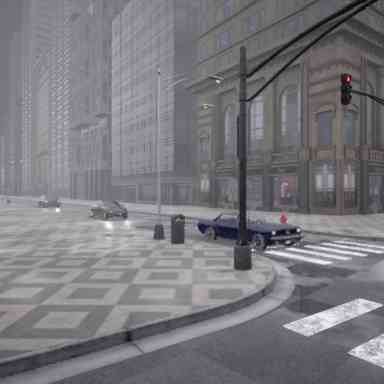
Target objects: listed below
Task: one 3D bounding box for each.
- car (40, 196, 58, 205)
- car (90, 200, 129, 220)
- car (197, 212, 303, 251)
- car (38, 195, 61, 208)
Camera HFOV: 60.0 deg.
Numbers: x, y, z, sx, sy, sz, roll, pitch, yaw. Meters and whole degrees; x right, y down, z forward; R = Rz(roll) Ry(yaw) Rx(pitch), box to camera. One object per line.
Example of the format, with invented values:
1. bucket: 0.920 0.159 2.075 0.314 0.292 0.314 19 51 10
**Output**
1. car: -25.093 1.446 58.333 1.895 1.301 4.718 0 0 -36
2. car: -6.825 1.423 27.133 1.837 1.490 4.892 0 0 -35
3. car: 2.326 1.563 14.268 1.895 1.301 4.718 0 0 -35
4. car: -19.165 1.221 44.611 2.097 1.767 4.553 0 0 -35
